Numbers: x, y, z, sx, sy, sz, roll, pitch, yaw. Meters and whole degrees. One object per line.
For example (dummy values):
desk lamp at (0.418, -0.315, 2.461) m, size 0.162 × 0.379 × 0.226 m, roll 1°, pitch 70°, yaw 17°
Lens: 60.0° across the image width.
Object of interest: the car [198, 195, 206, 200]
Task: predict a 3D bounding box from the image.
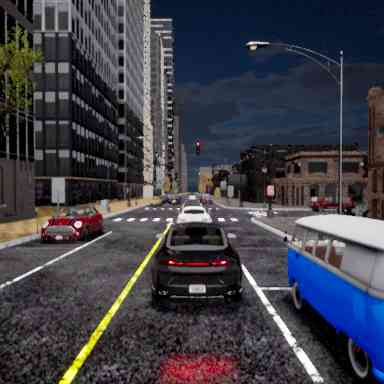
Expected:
car at (2.766, 1.482, 93.607) m, size 2.008 × 1.369 × 4.403 m, roll -1°, pitch 0°, yaw 0°

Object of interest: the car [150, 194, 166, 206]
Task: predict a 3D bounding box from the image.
car at (-5.789, 1.483, 53.991) m, size 1.752 × 1.417 × 4.829 m, roll -1°, pitch 0°, yaw 0°

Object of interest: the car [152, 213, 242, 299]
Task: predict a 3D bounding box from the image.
car at (0.105, 1.498, 8.413) m, size 1.837 × 1.490 × 4.892 m, roll 0°, pitch 0°, yaw 0°

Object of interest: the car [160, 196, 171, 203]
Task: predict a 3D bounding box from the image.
car at (-5.602, 1.512, 71.094) m, size 1.947 × 1.339 × 4.313 m, roll -1°, pitch 0°, yaw 0°

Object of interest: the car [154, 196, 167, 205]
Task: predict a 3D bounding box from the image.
car at (-5.613, 1.520, 59.805) m, size 1.947 × 1.339 × 4.313 m, roll -1°, pitch 0°, yaw 0°

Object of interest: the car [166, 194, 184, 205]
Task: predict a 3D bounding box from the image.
car at (-3.019, 1.447, 57.861) m, size 2.128 × 1.511 × 4.902 m, roll 0°, pitch 0°, yaw 0°

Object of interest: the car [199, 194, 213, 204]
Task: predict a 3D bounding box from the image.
car at (2.732, 1.394, 59.742) m, size 1.967 × 1.590 × 4.097 m, roll -1°, pitch 0°, yaw 0°

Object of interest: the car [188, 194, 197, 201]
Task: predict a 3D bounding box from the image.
car at (0.075, 1.462, 81.054) m, size 1.812 × 1.442 × 4.674 m, roll 0°, pitch 0°, yaw 0°

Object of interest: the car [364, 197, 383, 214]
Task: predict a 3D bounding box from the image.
car at (21.828, 1.520, 36.771) m, size 4.553 × 1.767 × 2.097 m, roll 1°, pitch 1°, yaw 1°

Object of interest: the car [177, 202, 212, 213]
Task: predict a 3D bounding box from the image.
car at (0.111, 1.510, 18.770) m, size 1.812 × 1.442 × 4.674 m, roll 0°, pitch 0°, yaw 0°

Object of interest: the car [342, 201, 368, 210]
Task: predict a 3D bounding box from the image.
car at (16.446, 1.777, 31.065) m, size 4.313 × 1.339 × 1.947 m, roll 1°, pitch 0°, yaw 1°

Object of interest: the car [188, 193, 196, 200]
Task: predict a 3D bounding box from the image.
car at (0.085, 1.209, 91.058) m, size 2.097 × 1.767 × 4.553 m, roll 0°, pitch 0°, yaw 0°

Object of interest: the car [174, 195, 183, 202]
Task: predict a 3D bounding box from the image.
car at (-2.932, 1.469, 72.856) m, size 1.812 × 1.442 × 4.674 m, roll 0°, pitch 0°, yaw 0°

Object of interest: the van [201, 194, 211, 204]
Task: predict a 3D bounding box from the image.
van at (2.736, 1.291, 65.387) m, size 1.690 × 1.788 × 3.998 m, roll -1°, pitch 0°, yaw 0°

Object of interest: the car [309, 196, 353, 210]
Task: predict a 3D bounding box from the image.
car at (16.563, 1.390, 39.441) m, size 5.009 × 1.841 × 2.192 m, roll 1°, pitch 0°, yaw 1°

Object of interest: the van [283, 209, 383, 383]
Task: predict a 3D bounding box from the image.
van at (2.680, 1.337, 5.122) m, size 1.690 × 1.788 × 3.998 m, roll -1°, pitch 0°, yaw 0°

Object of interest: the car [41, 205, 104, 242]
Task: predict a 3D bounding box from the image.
car at (-5.689, 1.427, 16.213) m, size 1.967 × 1.590 × 4.097 m, roll -1°, pitch 0°, yaw 0°

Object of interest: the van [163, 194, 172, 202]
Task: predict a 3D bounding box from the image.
van at (-5.601, 1.283, 76.737) m, size 1.690 × 1.788 × 3.998 m, roll -1°, pitch 0°, yaw 0°
